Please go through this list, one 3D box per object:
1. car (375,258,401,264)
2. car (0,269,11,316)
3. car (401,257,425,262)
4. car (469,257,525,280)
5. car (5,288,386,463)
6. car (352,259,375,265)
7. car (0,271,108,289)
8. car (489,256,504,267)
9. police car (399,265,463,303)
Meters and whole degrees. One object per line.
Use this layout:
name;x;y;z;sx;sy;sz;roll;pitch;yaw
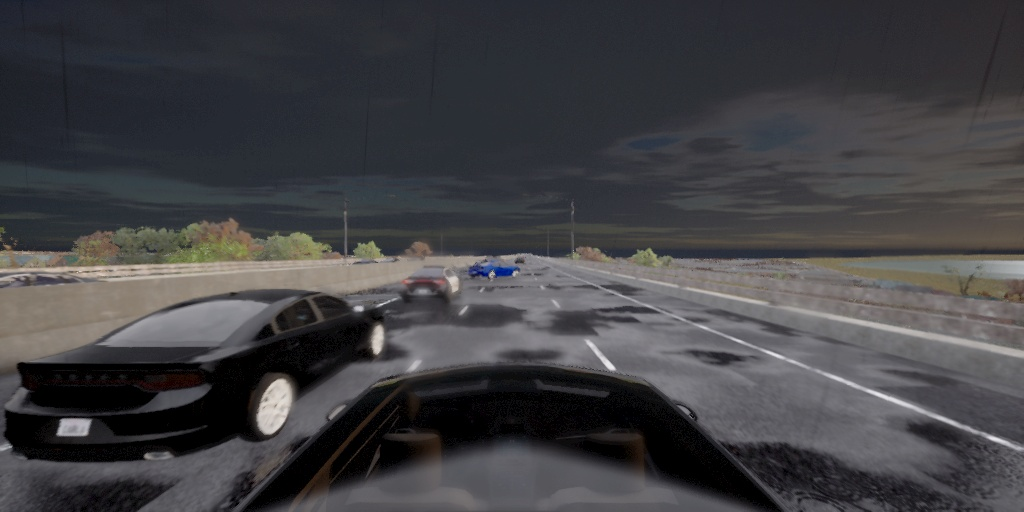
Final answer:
car;-16.883;1.001;50.180;1.882;1.535;5.008;0;0;2
car;-17.570;1.183;9.351;2.128;1.511;4.902;0;0;0
car;-13.383;0.881;50.201;2.097;1.767;4.553;0;0;2
car;-1.373;1.099;29.687;1.882;1.535;5.008;0;0;39
car;-3.500;1.206;5.344;1.882;1.535;5.008;0;0;0
car;-20.373;1.065;50.300;2.033;1.411;5.357;0;0;2
car;-14.067;1.186;9.730;2.128;1.511;4.902;0;0;0
car;-2.527;0.867;60.143;2.097;1.767;4.553;0;0;2
police car;-3.444;1.182;16.312;2.038;1.542;4.974;0;0;0
